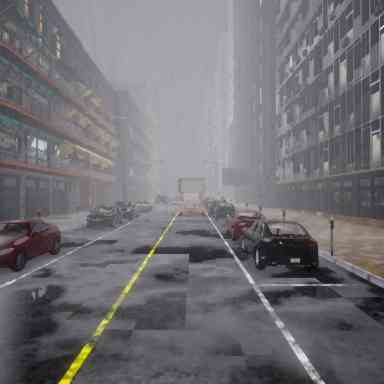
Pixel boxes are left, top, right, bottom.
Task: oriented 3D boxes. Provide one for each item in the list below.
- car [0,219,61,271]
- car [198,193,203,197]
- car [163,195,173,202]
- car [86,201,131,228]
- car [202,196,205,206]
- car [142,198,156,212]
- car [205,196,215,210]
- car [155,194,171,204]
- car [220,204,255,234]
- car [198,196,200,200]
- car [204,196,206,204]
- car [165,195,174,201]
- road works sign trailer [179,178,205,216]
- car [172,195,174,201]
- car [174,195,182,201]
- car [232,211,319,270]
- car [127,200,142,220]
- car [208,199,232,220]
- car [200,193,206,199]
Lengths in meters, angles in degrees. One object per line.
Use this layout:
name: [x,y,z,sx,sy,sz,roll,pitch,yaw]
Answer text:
car: [-5.679,1.583,10.869,1.802,1.307,4.206,1,0,0]
car: [2.702,1.514,67.554,1.752,1.417,4.829,1,0,0]
car: [-5.679,1.527,78.689,1.887,1.381,4.507,1,0,0]
car: [-5.679,1.552,22.172,2.008,1.369,4.403,1,0,0]
car: [2.701,1.582,44.777,1.802,1.307,4.206,1,0,0]
car: [-5.679,1.527,38.957,1.752,1.417,4.829,1,0,0]
car: [2.703,1.442,33.475,1.967,1.590,4.097,1,0,0]
car: [-5.675,1.307,61.734,2.192,1.841,5.009,1,0,0]
car: [2.701,1.546,16.519,1.887,1.381,4.507,1,0,0]
car: [2.701,1.558,61.732,1.947,1.339,4.313,1,0,0]
car: [2.702,1.527,39.296,1.752,1.417,4.829,1,0,0]
car: [-5.679,1.545,84.339,1.947,1.339,4.313,1,0,0]
road works sign trailer: [0.000,0.466,31.586,2.380,3.560,2.880,0,0,0]
car: [-5.677,1.426,73.036,1.967,1.590,4.097,1,0,0]
car: [-3.000,1.356,75.921,1.882,1.535,5.008,0,0,0]
car: [2.701,1.552,10.868,2.008,1.369,4.403,1,0,0]
car: [-5.677,1.442,27.823,1.967,1.590,4.097,1,0,0]
car: [2.701,1.552,27.822,2.008,1.369,4.403,1,0,0]
car: [2.703,1.439,50.428,1.967,1.590,4.097,1,0,0]
